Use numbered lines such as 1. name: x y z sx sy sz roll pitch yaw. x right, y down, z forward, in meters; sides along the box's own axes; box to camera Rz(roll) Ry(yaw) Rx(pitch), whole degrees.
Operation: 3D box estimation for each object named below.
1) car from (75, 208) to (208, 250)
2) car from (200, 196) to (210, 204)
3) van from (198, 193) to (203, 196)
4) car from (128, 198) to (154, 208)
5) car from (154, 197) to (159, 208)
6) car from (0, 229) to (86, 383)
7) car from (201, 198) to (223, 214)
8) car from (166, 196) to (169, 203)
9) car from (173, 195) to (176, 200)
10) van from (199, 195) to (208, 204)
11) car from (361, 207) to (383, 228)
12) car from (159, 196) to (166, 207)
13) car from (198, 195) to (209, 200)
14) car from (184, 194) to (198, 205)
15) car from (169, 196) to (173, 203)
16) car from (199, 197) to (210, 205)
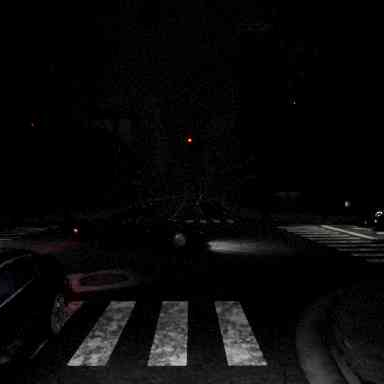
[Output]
1. car: -2.168 1.549 13.874 5.357 1.411 2.033 0 0 0
2. car: 2.358 1.641 47.139 1.802 1.307 4.206 0 0 0
3. van: 2.373 1.424 58.160 1.690 1.788 3.998 0 0 0
4. car: -5.682 1.480 36.128 1.967 1.590 4.097 0 0 0
5. car: -5.675 1.490 41.639 1.967 1.590 4.097 0 0 0
6. car: -2.804 1.490 3.679 2.128 1.511 4.902 0 0 -7
7. car: 2.343 1.606 36.116 1.947 1.339 4.313 0 0 0
8. car: -5.651 1.634 58.171 2.008 1.369 4.403 0 0 0
9. car: -5.621 1.694 80.214 2.008 1.369 4.403 0 0 0
10. van: 2.388 1.453 69.182 1.690 1.788 3.998 0 0 0
11. car: 13.004 1.304 20.633 4.553 1.767 2.097 0 0 0
12. car: -5.659 1.653 52.660 1.802 1.307 4.206 0 0 0
13. car: 2.365 1.637 52.649 1.947 1.339 4.313 0 0 0
14. car: -0.155 1.601 63.291 1.837 1.490 4.892 0 0 0
15. car: -5.636 1.552 69.193 1.967 1.590 4.097 0 0 0
16. car: 2.381 1.647 63.671 2.008 1.369 4.403 0 0 0
